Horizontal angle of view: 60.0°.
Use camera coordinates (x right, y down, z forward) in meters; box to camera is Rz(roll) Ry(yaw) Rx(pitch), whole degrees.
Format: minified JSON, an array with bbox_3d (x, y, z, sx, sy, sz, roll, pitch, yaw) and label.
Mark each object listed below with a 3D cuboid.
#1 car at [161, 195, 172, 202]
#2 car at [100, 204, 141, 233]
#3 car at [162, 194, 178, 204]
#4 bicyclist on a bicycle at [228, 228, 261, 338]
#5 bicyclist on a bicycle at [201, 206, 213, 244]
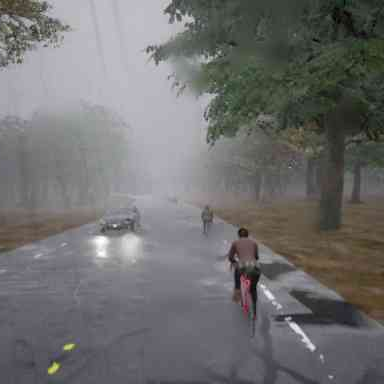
[{"bbox_3d":[-5.673,1.424,73.822,1.895,1.301,4.718,0,0,-9],"label":"car"},{"bbox_3d":[-4.068,1.494,19.532,1.837,1.490,4.892,0,0,-3],"label":"car"},{"bbox_3d":[-3.862,1.230,61.196,2.097,1.767,4.553,0,0,-7],"label":"car"},{"bbox_3d":[0.897,1.449,5.657,0.582,1.620,1.656,0,0,-1],"label":"bicyclist on a bicycle"},{"bbox_3d":[0.688,1.440,14.703,0.582,1.620,1.656,0,0,-2],"label":"bicyclist on a bicycle"}]
